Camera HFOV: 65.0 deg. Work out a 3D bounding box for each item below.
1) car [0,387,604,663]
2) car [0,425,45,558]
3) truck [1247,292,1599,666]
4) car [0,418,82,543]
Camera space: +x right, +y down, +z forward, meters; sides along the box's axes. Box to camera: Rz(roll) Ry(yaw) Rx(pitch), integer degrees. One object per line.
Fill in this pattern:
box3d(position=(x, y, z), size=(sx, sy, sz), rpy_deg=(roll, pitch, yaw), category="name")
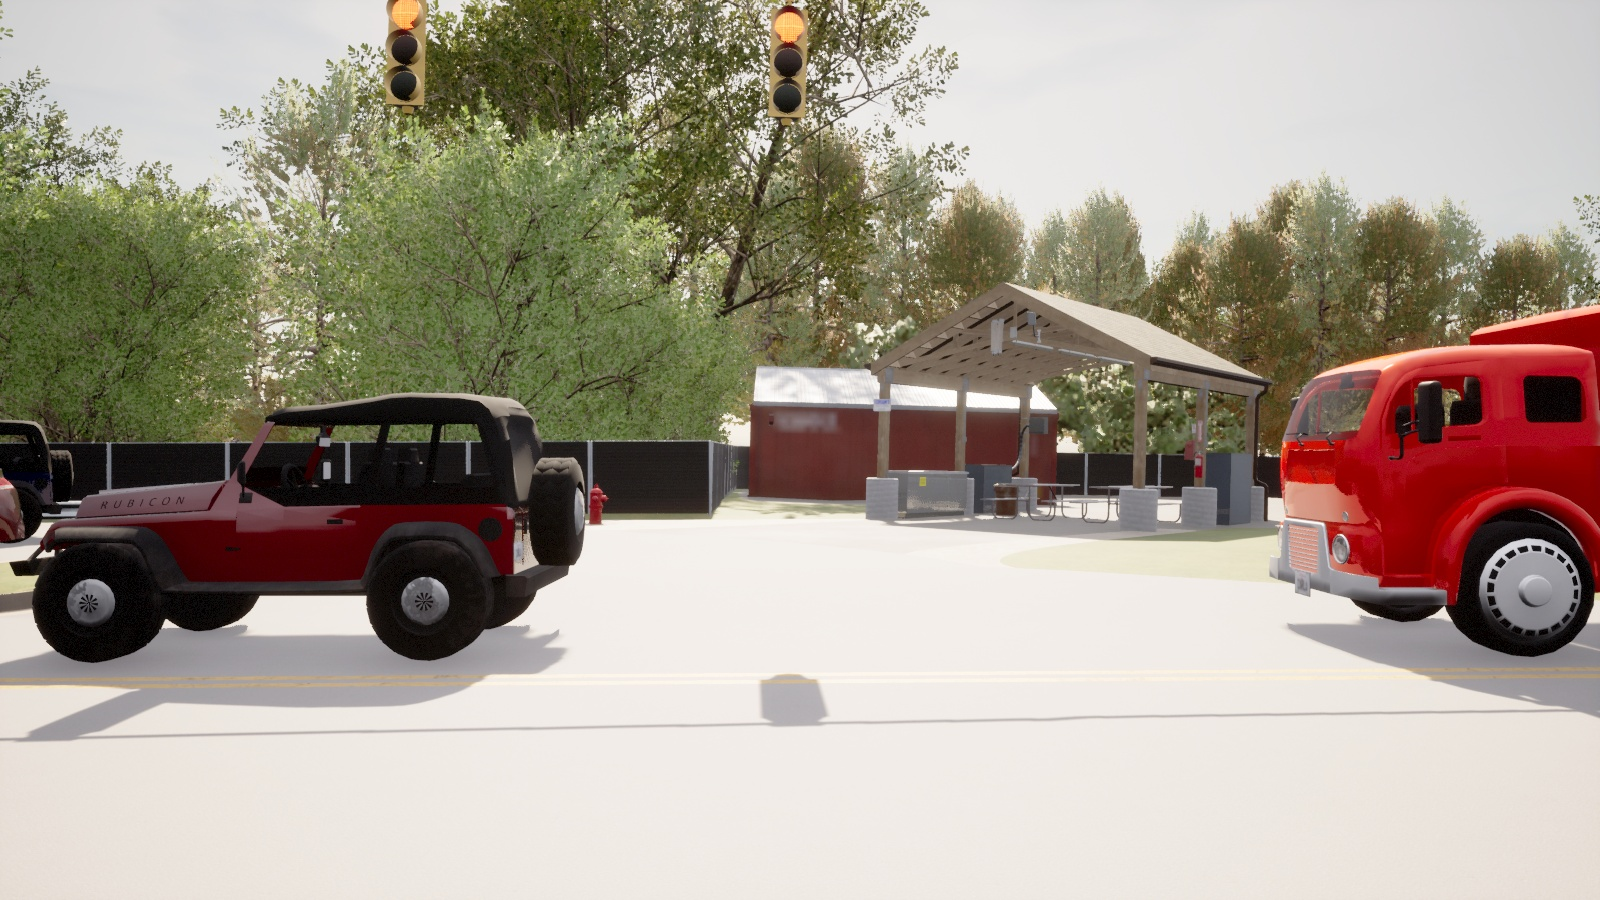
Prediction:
box3d(position=(-3.577, 0.518, 9.586), size=(3.866, 1.878, 1.905), rpy_deg=(0, 0, 0), category="car")
box3d(position=(-12.020, 0.471, 14.677), size=(2.152, 1.651, 5.027), rpy_deg=(1, 0, 41), category="car")
box3d(position=(6.484, 0.191, 9.586), size=(5.204, 2.467, 2.627), rpy_deg=(0, 0, 1), category="truck")
box3d(position=(-13.278, 0.428, 19.138), size=(3.866, 1.878, 1.905), rpy_deg=(1, 1, -36), category="car")
